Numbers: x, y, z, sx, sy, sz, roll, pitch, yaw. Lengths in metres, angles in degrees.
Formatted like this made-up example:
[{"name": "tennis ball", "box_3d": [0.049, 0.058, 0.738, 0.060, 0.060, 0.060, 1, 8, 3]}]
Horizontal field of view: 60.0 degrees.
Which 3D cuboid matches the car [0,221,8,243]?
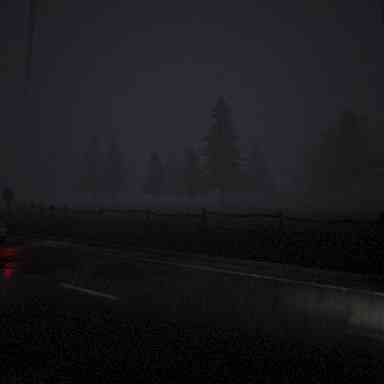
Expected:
[{"name": "car", "box_3d": [-10.599, 1.704, 15.995, 4.674, 1.442, 1.812, -1, 0, 37]}]
